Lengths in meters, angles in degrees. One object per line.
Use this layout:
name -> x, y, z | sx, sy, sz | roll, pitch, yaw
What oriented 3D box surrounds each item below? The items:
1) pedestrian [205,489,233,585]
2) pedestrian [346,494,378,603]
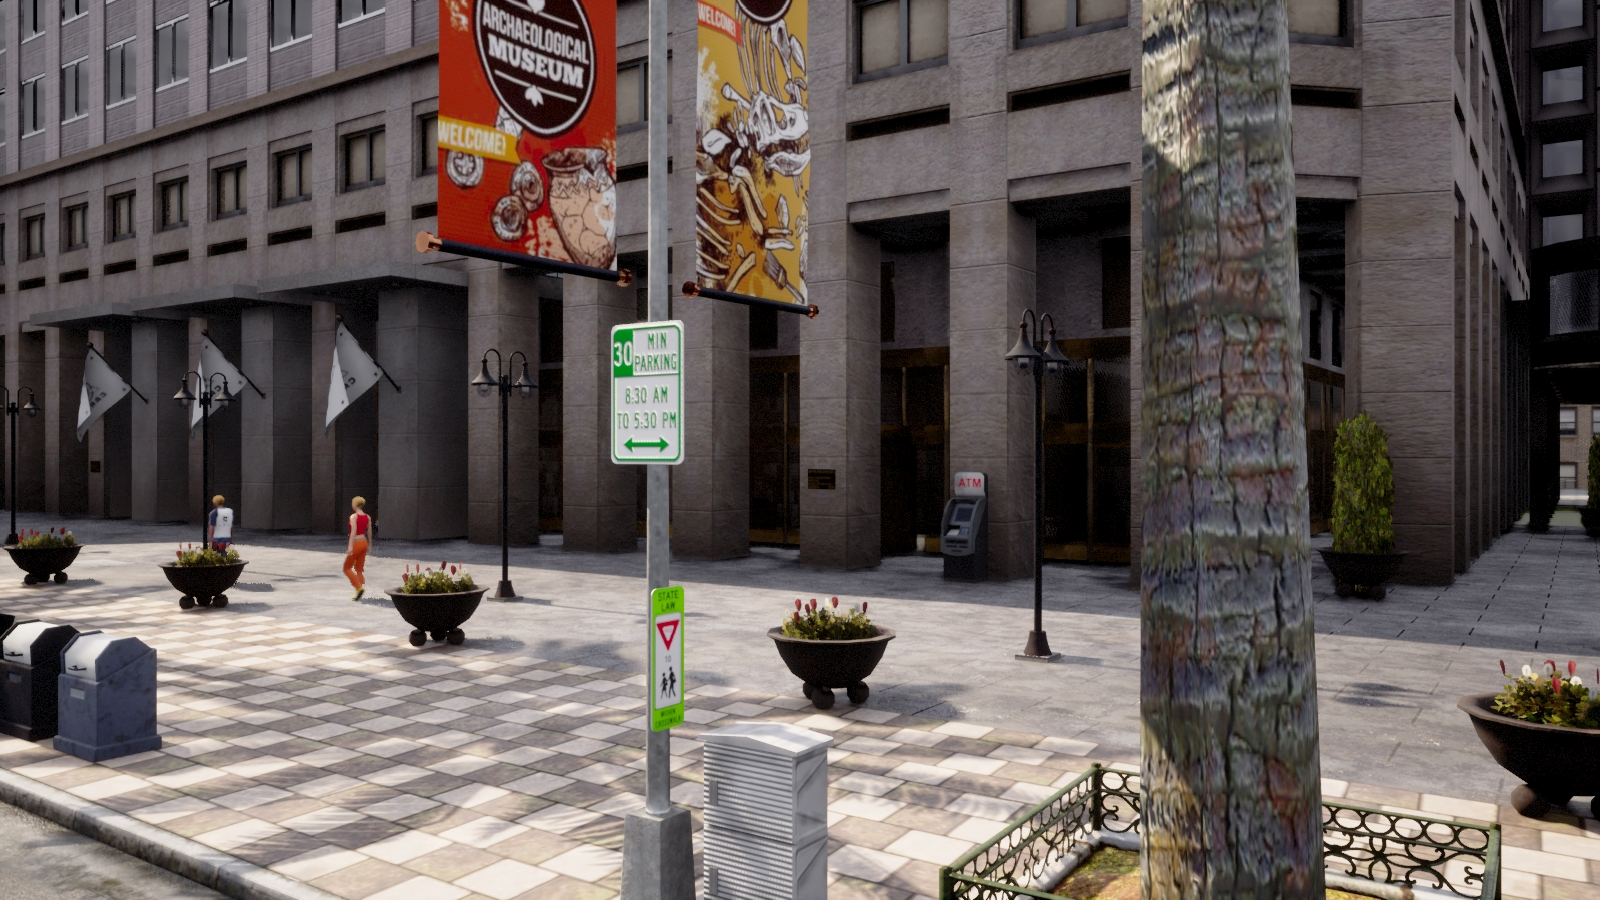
pedestrian -> -11.442, 1.701, 22.501 | 0.375, 1.860, 0.375 | 0, 0, 39
pedestrian -> -7.651, 1.704, 19.964 | 0.375, 1.860, 0.375 | 0, 0, 29
